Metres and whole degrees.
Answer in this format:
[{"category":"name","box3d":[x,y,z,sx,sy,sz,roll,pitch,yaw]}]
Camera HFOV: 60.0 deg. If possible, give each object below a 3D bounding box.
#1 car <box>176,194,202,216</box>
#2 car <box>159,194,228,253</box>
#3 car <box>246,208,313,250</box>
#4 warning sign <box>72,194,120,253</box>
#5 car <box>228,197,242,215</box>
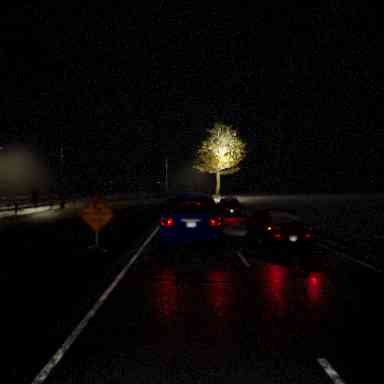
[{"category":"car","box3d":[-0.263,1.069,29.148,2.097,1.767,4.553,0,0,0]},{"category":"car","box3d":[-0.080,1.094,13.173,2.150,2.045,5.566,0,1,-1]},{"category":"car","box3d":[3.414,1.394,13.566,1.812,1.442,4.674,0,0,0]},{"category":"warning sign","box3d":[-3.174,1.007,11.127,1.300,1.860,1.060,0,1,-1]},{"category":"car","box3d":[3.237,1.220,29.555,1.837,1.490,4.892,0,1,0]}]
